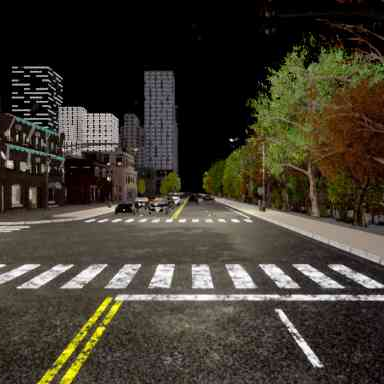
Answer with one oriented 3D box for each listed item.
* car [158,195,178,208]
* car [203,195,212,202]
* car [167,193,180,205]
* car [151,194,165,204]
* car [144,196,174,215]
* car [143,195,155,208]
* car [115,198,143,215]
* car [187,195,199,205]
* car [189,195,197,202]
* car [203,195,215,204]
[{"bbox_3d":[-3.253,1.489,44.493,1.837,1.490,4.892,0,0,0],"label":"car"},{"bbox_3d":[3.385,1.447,74.274,1.882,1.535,5.008,0,0,0],"label":"car"},{"bbox_3d":[-3.216,1.201,55.218,2.150,2.045,5.566,0,0,1],"label":"car"},{"bbox_3d":[-6.437,1.328,62.632,2.097,1.767,4.553,0,0,1],"label":"car"},{"bbox_3d":[-3.279,1.480,34.251,2.128,1.511,4.902,0,0,0],"label":"car"},{"bbox_3d":[-6.513,1.477,42.820,2.128,1.511,4.902,0,0,0],"label":"car"},{"bbox_3d":[-6.531,1.553,33.943,1.994,1.385,4.181,0,0,0],"label":"car"},{"bbox_3d":[0.209,1.480,59.023,1.837,1.490,4.892,0,-1,0],"label":"car"},{"bbox_3d":[0.150,1.493,75.609,1.812,1.442,4.674,0,0,0],"label":"car"},{"bbox_3d":[3.468,1.467,64.005,2.128,1.511,4.902,0,0,0],"label":"car"}]
